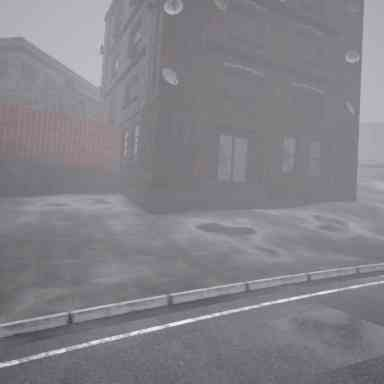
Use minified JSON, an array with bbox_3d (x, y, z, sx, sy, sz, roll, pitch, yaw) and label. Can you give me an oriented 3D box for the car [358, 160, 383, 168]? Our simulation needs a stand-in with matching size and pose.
[{"bbox_3d":[22.557,-3.264,42.062,4.553,1.767,2.185,2,-3,16],"label":"car"}]
